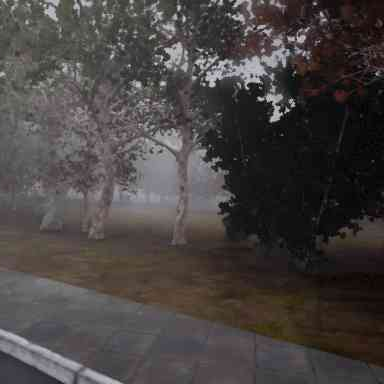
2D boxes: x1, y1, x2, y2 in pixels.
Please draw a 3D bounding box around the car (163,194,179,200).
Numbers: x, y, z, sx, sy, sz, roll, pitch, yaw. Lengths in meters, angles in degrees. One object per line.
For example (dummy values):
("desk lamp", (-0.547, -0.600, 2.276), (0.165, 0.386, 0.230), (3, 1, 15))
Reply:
("car", (-5.770, 1.100, 94.870), (2.435, 2.045, 5.566), (6, 1, 41))
